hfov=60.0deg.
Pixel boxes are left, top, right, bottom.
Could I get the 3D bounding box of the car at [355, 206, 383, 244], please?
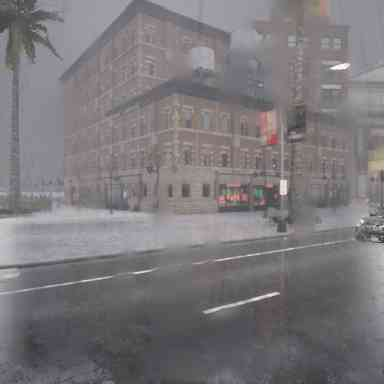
[{"bbox_3d":[9.297,1.347,14.887,4.553,1.767,2.097,0,0,-35],"label":"car"}]
